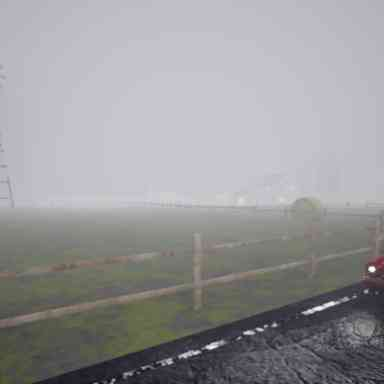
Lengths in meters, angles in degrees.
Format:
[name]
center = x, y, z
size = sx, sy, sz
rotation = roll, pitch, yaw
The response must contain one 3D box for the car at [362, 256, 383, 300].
[car]
center = 5.709, 1.609, 7.286
size = 4.718, 1.301, 1.895
rotation = 0, 0, -37
